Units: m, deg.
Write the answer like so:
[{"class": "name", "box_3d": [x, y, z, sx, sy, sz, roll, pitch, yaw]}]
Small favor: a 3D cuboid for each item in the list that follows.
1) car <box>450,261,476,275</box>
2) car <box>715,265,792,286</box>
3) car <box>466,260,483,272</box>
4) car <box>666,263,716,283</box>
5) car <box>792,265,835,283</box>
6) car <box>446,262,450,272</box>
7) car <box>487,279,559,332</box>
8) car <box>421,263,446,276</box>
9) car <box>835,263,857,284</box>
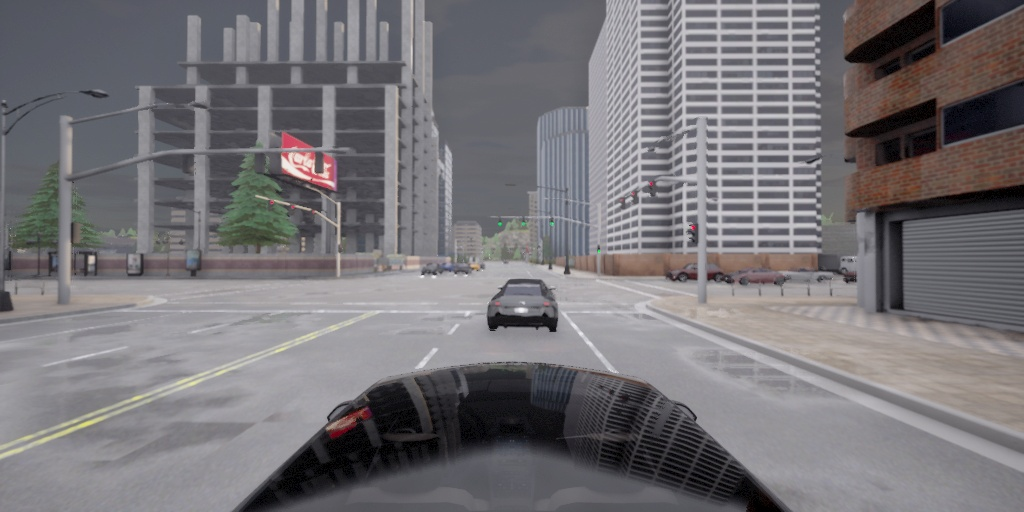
[{"class": "car", "box_3d": [-6.487, 1.735, 48.085, 2.033, 1.411, 5.357, 0, -1, 1]}, {"class": "car", "box_3d": [18.678, 1.567, 27.864, 4.181, 1.385, 1.994, 0, -1, 0]}, {"class": "car", "box_3d": [-6.331, 1.763, 58.394, 1.882, 1.535, 5.008, 0, -1, 1]}, {"class": "car", "box_3d": [15.938, 1.388, 31.389, 4.553, 1.767, 2.097, 0, -1, 0]}, {"class": "car", "box_3d": [24.932, 1.639, 31.307, 4.718, 1.301, 1.895, 0, -1, 1]}, {"class": "car", "box_3d": [-9.889, 1.727, 54.682, 1.882, 1.535, 5.008, 0, -1, 1]}, {"class": "car", "box_3d": [0.441, 1.406, 11.362, 1.994, 1.385, 4.181, 0, 0, 6]}, {"class": "car", "box_3d": [-10.025, 1.664, 45.188, 1.837, 1.490, 4.892, 0, -1, 1]}, {"class": "car", "box_3d": [28.564, 1.483, 27.768, 5.008, 1.535, 1.882, 0, -1, 0]}]
